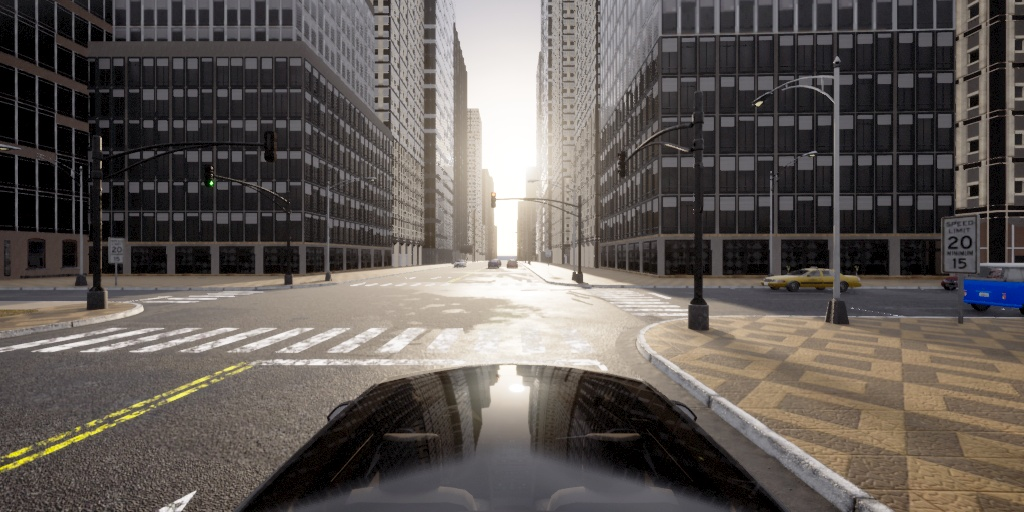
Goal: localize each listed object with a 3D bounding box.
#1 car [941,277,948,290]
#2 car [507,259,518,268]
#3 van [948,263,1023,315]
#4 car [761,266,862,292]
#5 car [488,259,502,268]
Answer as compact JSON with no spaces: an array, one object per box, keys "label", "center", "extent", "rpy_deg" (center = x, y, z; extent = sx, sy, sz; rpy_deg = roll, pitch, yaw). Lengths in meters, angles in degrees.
[{"label":"car","center":[26.937,1.356,20.160],"extent":[4.207,1.307,1.802],"rpy_deg":[0,0,2]},{"label":"car","center":[0.050,1.425,63.666],"extent":[1.994,1.385,4.181],"rpy_deg":[0,0,0]},{"label":"van","center":[18.367,1.119,12.479],"extent":[3.998,1.789,1.690],"rpy_deg":[0,0,2]},{"label":"car","center":[17.103,1.293,20.652],"extent":[4.829,1.417,1.751],"rpy_deg":[0,0,2]},{"label":"car","center":[-3.201,1.336,62.836],"extent":[1.882,1.535,5.008],"rpy_deg":[0,0,0]}]
